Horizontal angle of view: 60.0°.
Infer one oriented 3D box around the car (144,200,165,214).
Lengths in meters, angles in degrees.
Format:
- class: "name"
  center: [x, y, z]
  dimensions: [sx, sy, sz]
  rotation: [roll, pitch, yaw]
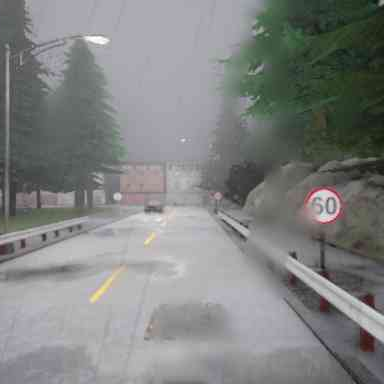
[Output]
- class: "car"
  center: [-4.162, 1.635, 37.330]
  dimensions: [1.882, 1.535, 5.008]
  rotation: [0, 0, 0]
